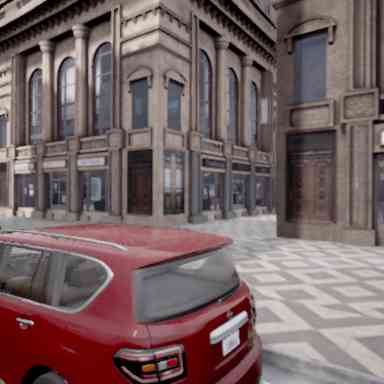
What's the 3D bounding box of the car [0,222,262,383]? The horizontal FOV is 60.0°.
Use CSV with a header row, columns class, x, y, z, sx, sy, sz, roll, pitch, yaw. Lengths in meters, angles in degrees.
class,x,y,z,sx,sy,sz,roll,pitch,yaw
car,-1.625,1.311,4.116,5.009,1.841,2.192,0,0,35
